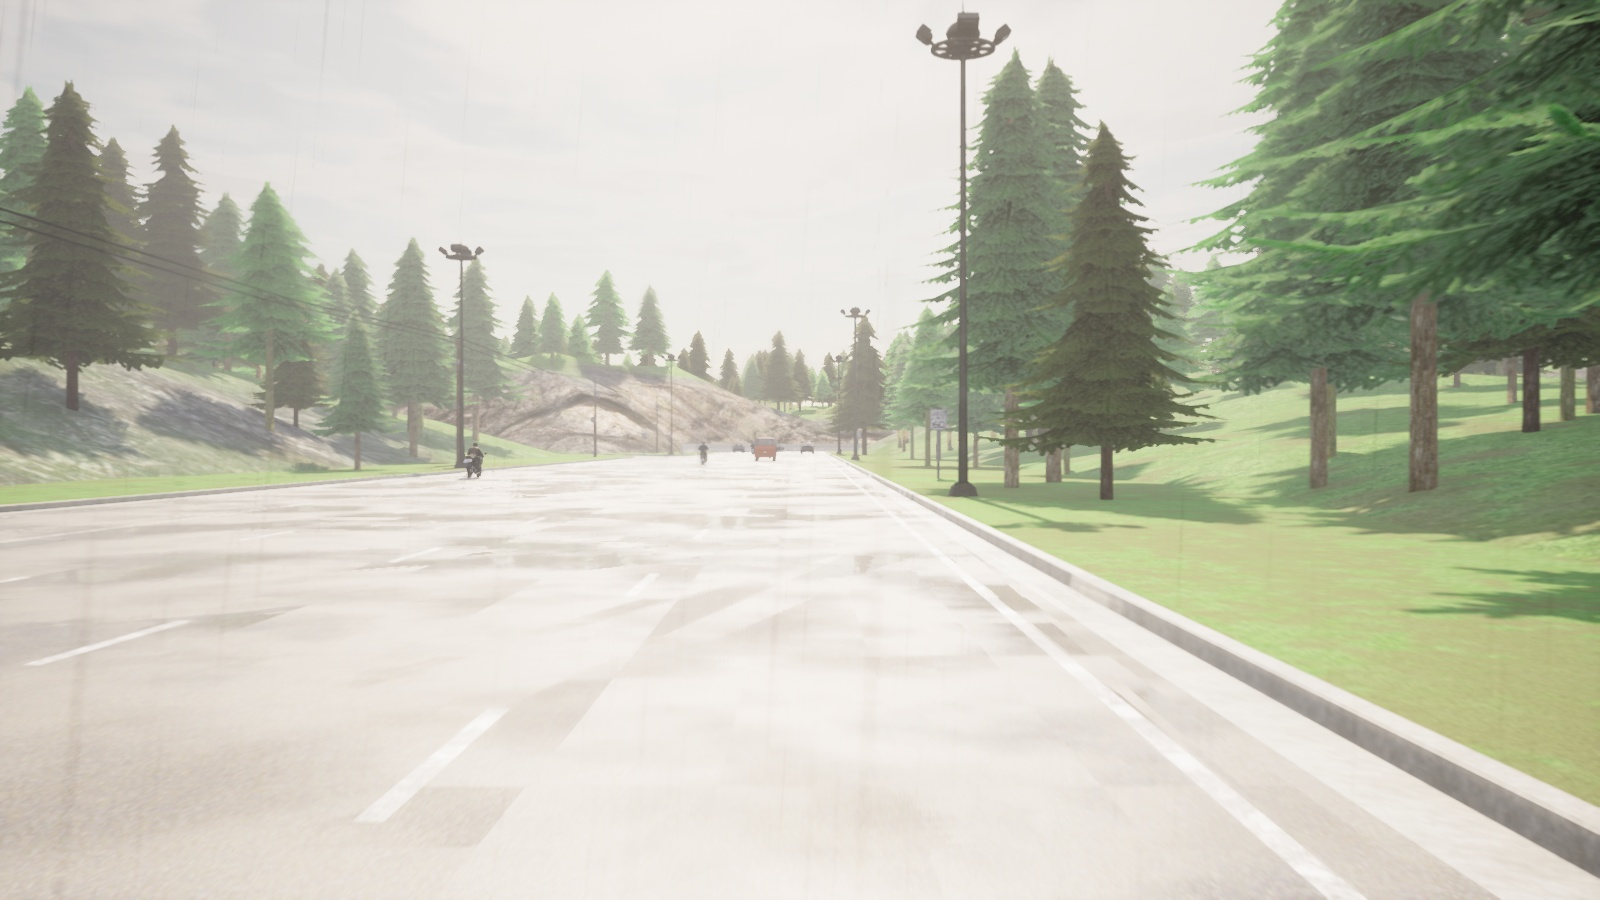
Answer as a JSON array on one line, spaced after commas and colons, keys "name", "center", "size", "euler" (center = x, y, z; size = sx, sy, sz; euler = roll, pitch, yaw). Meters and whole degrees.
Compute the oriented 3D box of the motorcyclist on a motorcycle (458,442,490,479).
[{"name": "motorcyclist on a motorcycle", "center": [-13.683, 0.421, 52.815], "size": [0.797, 1.523, 2.044], "euler": [0, 0, 0]}]
